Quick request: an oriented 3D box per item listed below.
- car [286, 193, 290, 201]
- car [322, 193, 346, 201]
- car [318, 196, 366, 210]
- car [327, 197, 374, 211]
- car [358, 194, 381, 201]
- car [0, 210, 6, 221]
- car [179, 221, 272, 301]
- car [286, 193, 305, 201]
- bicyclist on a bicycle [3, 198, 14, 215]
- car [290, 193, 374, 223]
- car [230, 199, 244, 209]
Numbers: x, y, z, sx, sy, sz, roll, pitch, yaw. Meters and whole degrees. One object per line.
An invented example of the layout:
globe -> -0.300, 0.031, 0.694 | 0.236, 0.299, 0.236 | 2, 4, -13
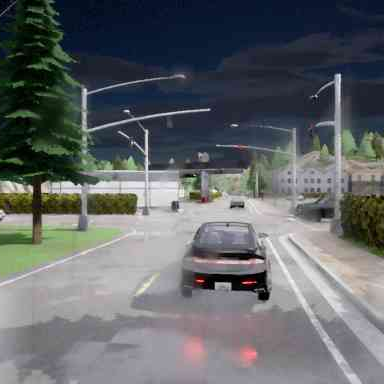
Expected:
car -> 23.431, 1.361, 75.671 | 3.806, 1.475, 1.970 | 0, 0, 8
car -> 31.833, 1.097, 74.527 | 4.605, 1.855, 1.932 | 0, 0, 8
car -> 18.710, 1.330, 41.740 | 5.027, 1.636, 2.152 | 0, 0, 8
car -> 18.325, 1.340, 38.627 | 4.514, 1.523, 2.007 | 0, 0, 8
car -> 42.713, 1.298, 80.006 | 4.514, 1.523, 2.007 | 0, 0, 8
car -> -16.558, 1.526, 25.230 | 4.674, 1.442, 1.812 | 0, 0, 8
car -> 0.893, 1.492, 8.427 | 2.128, 1.511, 4.902 | 0, 0, 8
car -> 24.500, 1.077, 78.878 | 3.866, 1.878, 1.905 | 0, 0, 8
bicyclist on a bicycle -> -17.932, 1.453, 32.567 | 0.582, 1.620, 1.656 | 0, 0, 7
car -> 10.599, 1.221, 24.891 | 5.566, 2.045, 2.150 | 0, 0, 0
car -> 6.365, 1.601, 46.405 | 1.895, 1.301, 4.718 | 0, 0, 9
